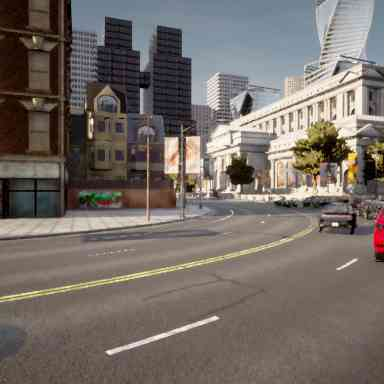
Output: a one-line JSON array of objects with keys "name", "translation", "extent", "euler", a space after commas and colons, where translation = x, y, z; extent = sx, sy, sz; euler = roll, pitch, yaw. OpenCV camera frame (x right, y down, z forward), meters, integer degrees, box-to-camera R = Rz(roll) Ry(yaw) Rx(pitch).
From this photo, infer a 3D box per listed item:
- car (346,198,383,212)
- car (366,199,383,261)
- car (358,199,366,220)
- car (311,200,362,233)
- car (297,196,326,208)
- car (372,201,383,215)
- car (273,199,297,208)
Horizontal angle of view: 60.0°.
[{"name": "car", "translation": [19.943, 1.497, 38.519], "extent": [2.002, 1.452, 4.674], "euler": [0, 0, 1]}, {"name": "car", "translation": [7.801, 1.215, 11.471], "extent": [2.150, 2.045, 5.566], "euler": [0, 0, 37]}, {"name": "car", "translation": [15.178, 1.488, 27.910], "extent": [1.837, 1.490, 4.892], "euler": [1, 0, 15]}, {"name": "car", "translation": [8.603, 1.479, 19.546], "extent": [2.128, 1.511, 4.902], "euler": [0, 0, 27]}, {"name": "car", "translation": [16.556, 1.321, 45.161], "extent": [2.097, 1.767, 4.553], "euler": [0, 0, -4]}, {"name": "car", "translation": [19.580, 1.577, 32.800], "extent": [1.895, 1.301, 4.718], "euler": [0, 0, 11]}, {"name": "car", "translation": [13.018, 1.567, 46.641], "extent": [1.895, 1.301, 4.718], "euler": [0, 0, -7]}]
